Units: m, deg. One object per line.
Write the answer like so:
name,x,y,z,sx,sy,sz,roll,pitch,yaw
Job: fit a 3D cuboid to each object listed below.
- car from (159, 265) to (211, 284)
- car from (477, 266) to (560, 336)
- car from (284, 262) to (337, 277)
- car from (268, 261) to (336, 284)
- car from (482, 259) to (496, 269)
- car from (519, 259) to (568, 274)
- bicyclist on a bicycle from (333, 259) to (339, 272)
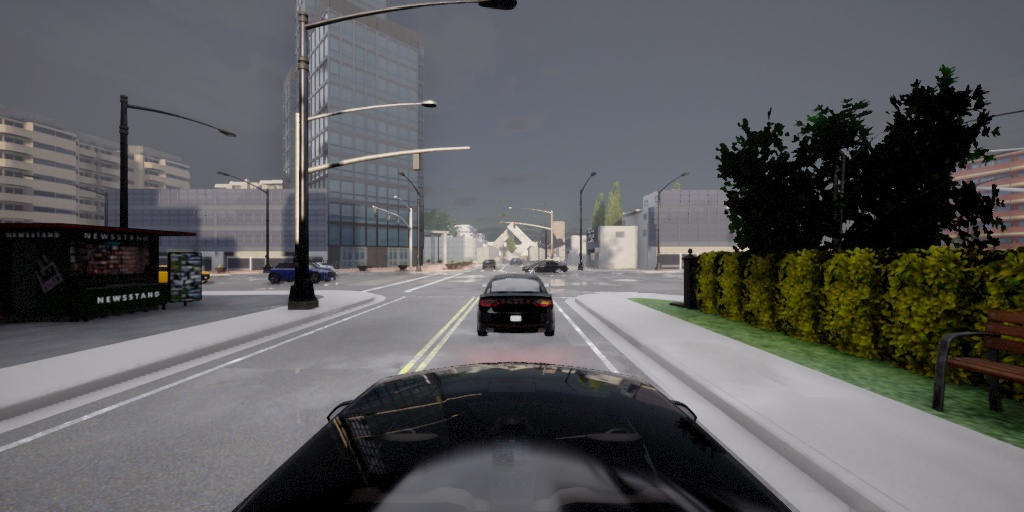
car,-26.398,1.454,27.957,5.008,1.535,1.882,-1,0,0
car,0.109,1.228,10.391,1.882,1.535,5.008,0,0,1
car,-21.633,1.446,38.672,4.674,1.442,1.812,-1,0,0
car,-16.286,1.209,27.994,4.553,1.767,2.097,-1,0,0
car,-3.380,1.227,54.173,1.882,1.535,5.008,0,0,0
car,3.556,1.258,38.770,4.892,1.490,1.837,0,0,0
bicyclist on a bicycle,-21.823,1.216,44.450,0.582,1.620,1.656,-1,0,0
